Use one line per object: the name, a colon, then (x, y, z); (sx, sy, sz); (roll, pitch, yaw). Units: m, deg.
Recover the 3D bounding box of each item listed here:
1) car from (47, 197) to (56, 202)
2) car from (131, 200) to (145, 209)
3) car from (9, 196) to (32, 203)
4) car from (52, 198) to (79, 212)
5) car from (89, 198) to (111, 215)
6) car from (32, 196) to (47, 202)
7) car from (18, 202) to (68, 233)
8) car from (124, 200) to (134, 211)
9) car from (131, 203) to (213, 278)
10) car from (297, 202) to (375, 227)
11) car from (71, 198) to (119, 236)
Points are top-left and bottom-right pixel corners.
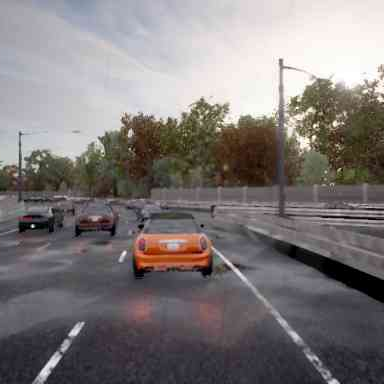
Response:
car: (-33.944, 1.836, 80.208); (5.357, 1.411, 2.033); (0, 0, 43)
car: (-3.377, 1.668, 26.681); (2.033, 1.411, 5.357); (0, 0, -15)
car: (-38.821, 1.650, 75.188); (4.553, 1.767, 2.097); (0, 0, 43)
car: (-13.926, 1.689, 36.747); (2.128, 1.511, 4.902); (0, 0, -20)
car: (-10.216, 1.536, 36.725); (2.097, 1.767, 4.553); (0, 0, -20)
car: (-36.393, 1.795, 77.708); (4.892, 1.490, 1.837); (0, 0, 43)
car: (-9.188, 1.620, 20.534); (1.837, 1.490, 4.892); (0, 0, -12)
car: (-7.066, 1.741, 42.102); (1.994, 1.385, 4.181); (0, 0, -32)
car: (-0.647, 1.398, 10.526); (2.097, 1.767, 4.553); (0, 0, -5)
car: (9.870, 1.417, 23.119); (5.008, 1.535, 1.882); (2, 1, 38)
car: (-5.403, 1.449, 19.337); (2.097, 1.767, 4.553); (0, 0, -10)
